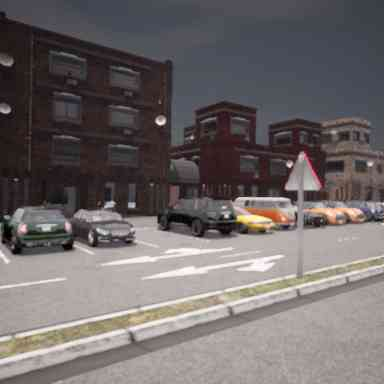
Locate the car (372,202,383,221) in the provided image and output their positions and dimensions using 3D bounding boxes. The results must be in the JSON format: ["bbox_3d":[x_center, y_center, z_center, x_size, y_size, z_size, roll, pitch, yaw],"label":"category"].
[{"bbox_3d":[13.668,1.539,28.270,2.185,1.767,4.553,1,0,-36],"label":"car"}]

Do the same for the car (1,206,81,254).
[{"bbox_3d":[-6.532,1.365,13.849,2.185,1.767,4.553,1,0,-36],"label":"car"}]

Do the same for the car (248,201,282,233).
[{"bbox_3d":[2.536,1.564,20.134,1.946,1.575,5.366,0,0,-36],"label":"car"}]

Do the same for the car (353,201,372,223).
[{"bbox_3d":[11.387,1.518,26.719,2.185,1.767,4.553,1,0,-36],"label":"car"}]

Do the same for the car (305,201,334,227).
[{"bbox_3d":[6.914,1.603,23.493,2.097,1.535,5.008,0,0,-36],"label":"car"}]

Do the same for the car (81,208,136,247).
[{"bbox_3d":[-4.307,1.514,15.484,2.231,1.521,4.892,1,0,-36],"label":"car"}]

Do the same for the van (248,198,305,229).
[{"bbox_3d":[4.742,1.359,21.793,1.878,1.987,4.442,0,0,-36],"label":"van"}]

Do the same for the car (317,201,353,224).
[{"bbox_3d":[9.143,1.497,25.117,2.185,1.767,4.553,0,0,-36],"label":"car"}]

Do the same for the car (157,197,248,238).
[{"bbox_3d":[0.169,1.298,18.706,2.435,2.045,5.566,0,0,-36],"label":"car"}]
